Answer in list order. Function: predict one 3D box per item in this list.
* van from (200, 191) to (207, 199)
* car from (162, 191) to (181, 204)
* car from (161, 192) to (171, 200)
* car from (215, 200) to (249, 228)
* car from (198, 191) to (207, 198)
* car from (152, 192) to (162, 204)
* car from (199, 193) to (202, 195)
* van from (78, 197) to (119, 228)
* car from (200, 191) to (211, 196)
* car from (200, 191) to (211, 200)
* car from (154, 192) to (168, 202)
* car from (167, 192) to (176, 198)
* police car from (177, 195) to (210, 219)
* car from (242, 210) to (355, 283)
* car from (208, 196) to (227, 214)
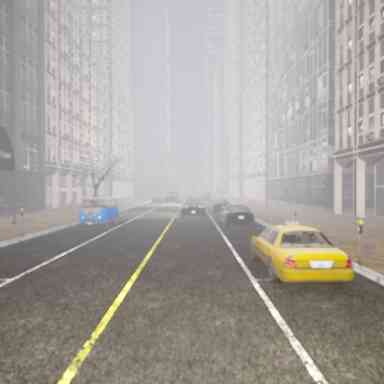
[{"bbox_3d":[2.851,0.683,83.155,1.690,1.788,3.998,0,1,0],"label":"van"},{"bbox_3d":[-2.973,0.824,52.897,2.150,2.045,5.566,0,0,0],"label":"car"},{"bbox_3d":[-5.552,0.883,71.779,1.967,1.590,4.097,0,0,0],"label":"car"},{"bbox_3d":[2.727,1.419,20.478,1.947,1.339,4.313,0,0,0],"label":"car"},{"bbox_3d":[2.862,0.605,88.854,2.192,1.841,5.009,0,1,0],"label":"car"},{"bbox_3d":[-5.586,1.132,54.686,1.887,1.381,4.507,0,0,0],"label":"car"},{"bbox_3d":[0.110,1.214,47.006,1.994,1.385,4.181,0,0,1],"label":"car"},{"bbox_3d":[-5.655,1.194,20.496,1.690,1.788,3.998,0,0,0],"label":"van"},{"bbox_3d":[2.817,0.807,66.061,2.192,1.841,5.009,0,0,0],"label":"car"},{"bbox_3d":[2.828,0.758,71.759,2.192,1.841,5.009,0,1,0],"label":"car"},{"bbox_3d":[-5.575,0.855,60.382,2.192,1.841,5.009,0,0,0],"label":"car"},{"bbox_3d":[-5.518,0.841,88.875,2.008,1.369,4.403,0,1,0],"label":"car"},{"bbox_3d":[0.134,1.308,27.194,2.038,1.542,4.974,0,0,0],"label":"police car"},{"bbox_3d":[2.705,1.460,9.251,1.752,1.417,4.829,0,0,0],"label":"car"},{"bbox_3d":[2.749,1.333,31.873,1.947,1.339,4.313,0,0,0],"label":"car"}]
